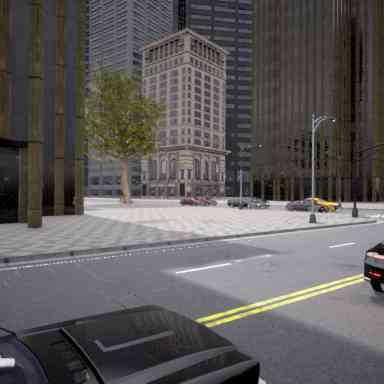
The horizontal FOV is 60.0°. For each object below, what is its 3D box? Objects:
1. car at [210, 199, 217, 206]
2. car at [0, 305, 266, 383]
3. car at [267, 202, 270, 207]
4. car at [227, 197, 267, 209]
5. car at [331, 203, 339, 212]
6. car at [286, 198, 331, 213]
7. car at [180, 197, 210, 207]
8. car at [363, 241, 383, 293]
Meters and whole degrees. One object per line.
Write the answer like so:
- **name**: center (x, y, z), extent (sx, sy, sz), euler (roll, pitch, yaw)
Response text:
- **car**: center (1.975, 1.508, 53.562), extent (1.812, 1.442, 4.674), euler (1, 0, -41)
- **car**: center (-1.673, 1.601, 2.248), extent (4.718, 1.301, 1.895), euler (0, 0, -36)
- **car**: center (8.471, 1.477, 45.963), extent (2.128, 1.511, 4.902), euler (1, 0, -40)
- **car**: center (6.711, 1.445, 43.004), extent (2.128, 1.511, 4.902), euler (1, 0, -40)
- **car**: center (14.448, 1.463, 38.588), extent (1.882, 1.535, 5.008), euler (1, 0, -38)
- **car**: center (12.296, 1.517, 36.054), extent (1.994, 1.385, 4.181), euler (1, 0, -39)
- **car**: center (0.033, 1.476, 50.861), extent (1.812, 1.442, 4.674), euler (1, 0, -41)
- **car**: center (5.852, 1.492, 7.604), extent (4.902, 1.511, 2.128), euler (0, 0, -35)
